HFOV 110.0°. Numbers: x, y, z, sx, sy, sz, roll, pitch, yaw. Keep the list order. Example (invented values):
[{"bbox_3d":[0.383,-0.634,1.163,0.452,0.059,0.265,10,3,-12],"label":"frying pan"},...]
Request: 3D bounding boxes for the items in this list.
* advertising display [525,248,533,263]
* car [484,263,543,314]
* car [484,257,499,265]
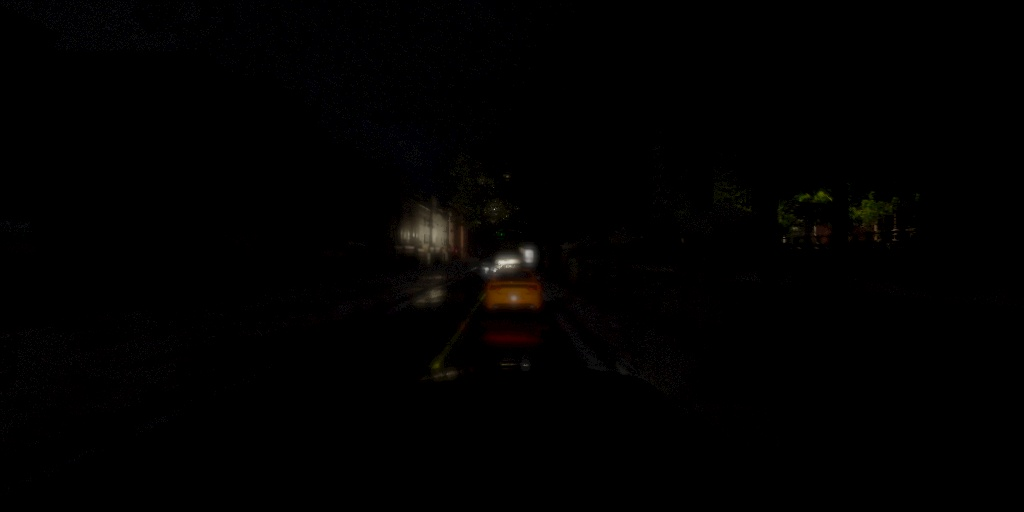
[{"bbox_3d":[3.021,0.182,61.199,1.540,2.440,0.280,0,0,0],"label":"advertising display"},{"bbox_3d":[0.069,1.180,13.513,1.882,1.535,5.008,0,-1,0],"label":"car"},{"bbox_3d":[-2.824,0.854,50.144,2.033,1.411,5.357,0,1,0],"label":"car"}]
